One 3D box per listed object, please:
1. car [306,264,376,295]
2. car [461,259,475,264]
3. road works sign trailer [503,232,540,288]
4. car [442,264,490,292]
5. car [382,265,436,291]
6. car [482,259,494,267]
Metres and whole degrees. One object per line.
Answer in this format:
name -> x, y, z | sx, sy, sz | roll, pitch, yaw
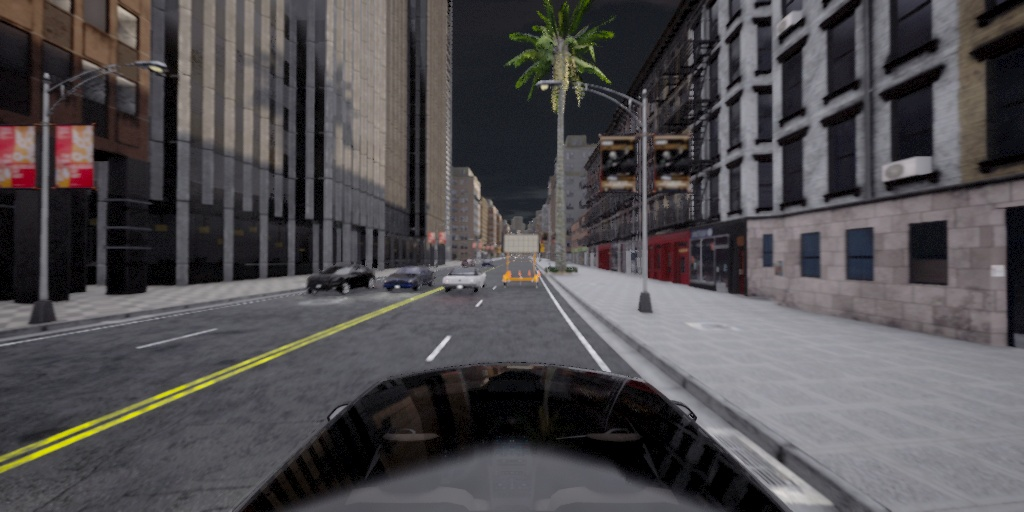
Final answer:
car -> -9.405, 1.215, 20.115 | 1.882, 1.535, 5.008 | 0, 0, 2
car -> -7.586, 1.241, 62.024 | 1.812, 1.442, 4.674 | 0, 0, 3
road works sign trailer -> 0.612, 0.213, 24.085 | 2.380, 3.560, 2.880 | 0, 0, 2
car -> -2.657, 1.346, 21.072 | 1.895, 1.301, 4.718 | 0, 0, 2
car -> -6.080, 1.288, 21.988 | 2.033, 1.411, 5.357 | 0, 0, 2
car -> -4.244, 1.267, 63.818 | 2.033, 1.411, 5.357 | 0, 0, 3
